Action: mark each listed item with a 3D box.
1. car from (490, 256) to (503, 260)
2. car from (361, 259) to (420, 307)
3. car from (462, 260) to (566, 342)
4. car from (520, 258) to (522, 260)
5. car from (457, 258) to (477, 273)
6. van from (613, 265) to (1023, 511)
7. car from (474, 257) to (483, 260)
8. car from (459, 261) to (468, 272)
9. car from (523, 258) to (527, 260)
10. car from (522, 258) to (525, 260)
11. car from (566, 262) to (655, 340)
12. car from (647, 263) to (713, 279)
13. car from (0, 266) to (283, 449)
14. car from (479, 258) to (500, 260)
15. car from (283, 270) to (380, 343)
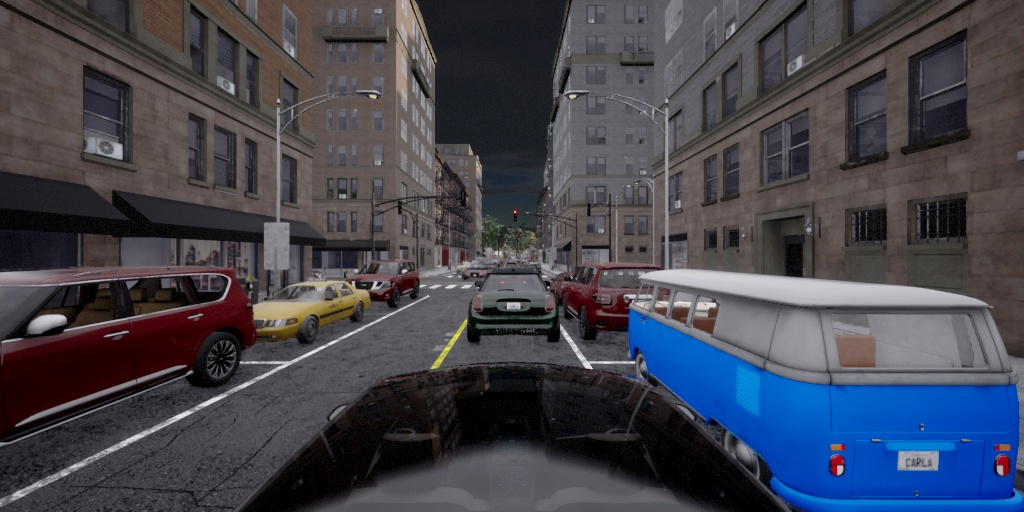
[{"bbox_3d":[-2.919,1.228,59.933,1.882,1.535,5.008,0,0,0],"label":"car"},{"bbox_3d":[-5.421,1.064,15.523,2.192,1.841,5.009,0,0,0],"label":"car"},{"bbox_3d":[0.021,1.102,9.892,2.097,1.767,4.553,0,0,0],"label":"car"},{"bbox_3d":[2.558,1.300,53.506,2.007,1.370,4.403,0,0,0],"label":"car"},{"bbox_3d":[-5.478,1.274,42.360,1.751,1.417,4.829,0,0,0],"label":"car"},{"bbox_3d":[2.635,1.091,4.177,1.690,1.789,3.998,0,0,0],"label":"van"},{"bbox_3d":[-5.492,1.275,53.323,1.751,1.417,4.829,0,0,0],"label":"car"},{"bbox_3d":[-2.898,1.321,29.748,1.994,1.385,4.181,0,0,0],"label":"car"},{"bbox_3d":[2.575,1.300,42.543,2.007,1.370,4.403,0,0,0],"label":"car"},{"bbox_3d":[2.566,1.295,48.024,1.888,1.381,4.507,0,0,0],"label":"car"},{"bbox_3d":[2.626,1.065,9.855,2.192,1.841,5.009,0,0,0],"label":"car"},{"bbox_3d":[14.316,1.278,30.711,4.718,1.301,1.895,0,0,-3],"label":"car"},{"bbox_3d":[-5.402,1.065,4.166,2.192,1.841,5.009,0,0,0],"label":"car"},{"bbox_3d":[-2.916,1.313,46.588,1.994,1.385,4.181,0,0,0],"label":"car"},{"bbox_3d":[-5.411,1.275,9.674,1.751,1.417,4.829,0,0,0],"label":"car"}]
